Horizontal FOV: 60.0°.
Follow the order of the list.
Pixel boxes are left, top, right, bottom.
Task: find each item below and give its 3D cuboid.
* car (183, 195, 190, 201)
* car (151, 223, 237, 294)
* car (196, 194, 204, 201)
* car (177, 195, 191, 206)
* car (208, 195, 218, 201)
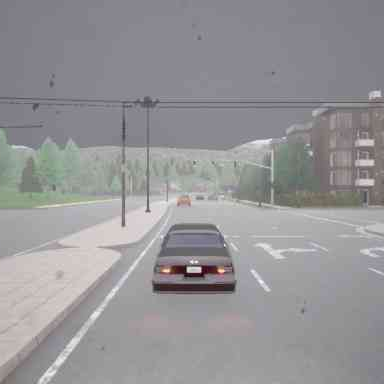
[{"bbox_3d":[-1.450,1.523,85.501,1.812,1.442,4.674,0,0,0],"label":"car"},{"bbox_3d":[0.049,1.547,8.930,2.033,1.411,5.357,0,0,0],"label":"car"},{"bbox_3d":[2.050,1.477,85.536,1.882,1.535,5.008,0,0,0],"label":"car"},{"bbox_3d":[-1.312,1.352,54.676,2.097,1.767,4.553,0,0,-1],"label":"car"},{"bbox_3d":[5.550,1.539,85.541,2.033,1.411,5.357,0,0,0],"label":"car"}]
